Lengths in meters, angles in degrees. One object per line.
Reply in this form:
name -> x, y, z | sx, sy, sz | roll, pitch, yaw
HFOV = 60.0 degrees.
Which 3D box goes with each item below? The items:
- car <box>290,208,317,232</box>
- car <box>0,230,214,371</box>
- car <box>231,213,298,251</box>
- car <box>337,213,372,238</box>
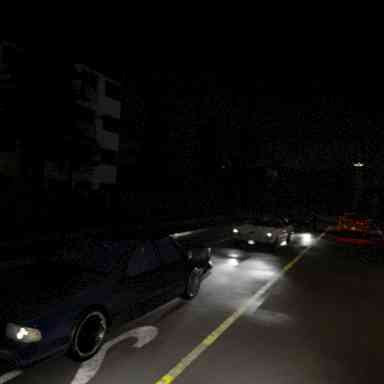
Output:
car -> 8.230, 2.006, 25.060 | 1.882, 1.535, 5.008 | 3, 0, 27
car -> -1.331, 1.471, 6.181 | 2.033, 1.411, 5.357 | 3, 0, 27
car -> 3.459, 1.827, 15.713 | 1.895, 1.301, 4.718 | 3, 0, 27
car -> 11.175, 2.177, 22.901 | 1.882, 1.535, 5.008 | 3, 0, 27
